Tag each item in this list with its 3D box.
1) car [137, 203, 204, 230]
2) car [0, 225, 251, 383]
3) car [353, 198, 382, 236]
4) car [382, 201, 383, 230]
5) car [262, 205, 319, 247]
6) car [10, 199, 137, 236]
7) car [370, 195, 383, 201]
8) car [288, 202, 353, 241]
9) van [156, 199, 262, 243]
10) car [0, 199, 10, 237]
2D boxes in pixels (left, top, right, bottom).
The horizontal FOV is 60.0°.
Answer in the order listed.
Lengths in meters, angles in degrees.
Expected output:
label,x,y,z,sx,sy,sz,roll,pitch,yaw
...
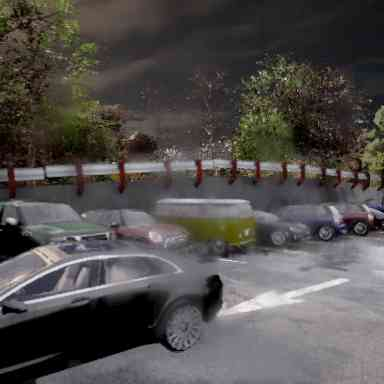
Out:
label,x,y,z,sx,sy,sz,roll,pitch,yaw
car,-2.171,1.360,11.509,4.553,1.767,2.185,-1,-1,34
car,-1.753,1.491,4.571,4.902,1.511,2.128,0,0,-35
car,7.717,1.353,18.485,4.553,1.767,2.185,-1,-1,34
car,10.181,1.506,20.238,4.792,1.488,2.163,-1,-1,35
car,2.771,1.483,15.000,4.892,1.521,2.231,-1,-1,34
car,-4.582,1.234,9.726,5.566,2.045,2.435,-1,-1,34
car,12.589,1.224,22.031,5.566,2.045,2.435,-1,0,34
car,5.255,1.355,16.719,4.553,1.767,2.185,-1,0,35
van,0.213,1.259,13.303,4.442,1.987,1.878,-1,0,34
car,-7.097,1.236,7.982,5.566,2.045,2.435,-1,0,35
